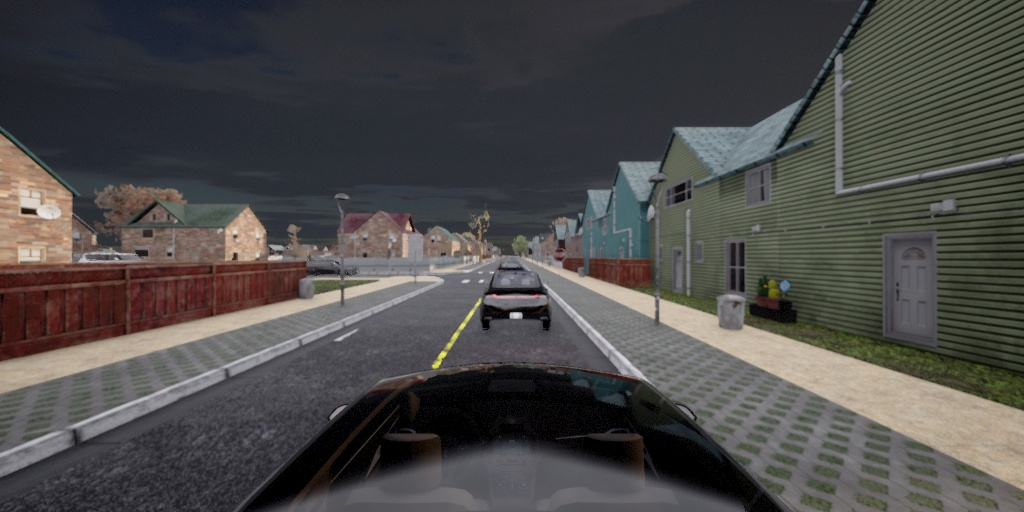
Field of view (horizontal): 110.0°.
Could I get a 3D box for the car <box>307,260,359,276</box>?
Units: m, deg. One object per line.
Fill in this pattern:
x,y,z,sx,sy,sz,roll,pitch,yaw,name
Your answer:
-15.280,1.044,30.050,4.674,1.442,1.812,0,0,0,car

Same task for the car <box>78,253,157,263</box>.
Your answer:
-32.672,0.737,29.953,5.566,2.045,2.150,0,0,0,car

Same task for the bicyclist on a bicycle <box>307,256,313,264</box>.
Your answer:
-20.170,0.838,35.880,0.582,1.620,1.656,0,0,0,bicyclist on a bicycle

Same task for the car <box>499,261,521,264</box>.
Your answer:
-0.197,1.076,23.673,2.128,1.511,4.902,0,0,-4,car

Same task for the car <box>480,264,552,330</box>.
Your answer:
0.108,1.173,10.880,2.128,1.511,4.902,0,0,0,car
